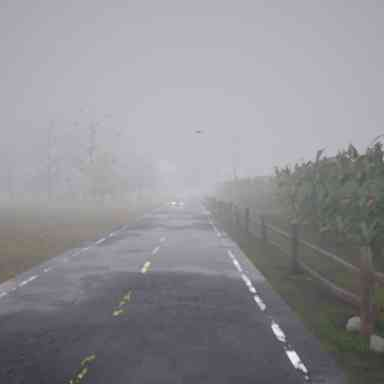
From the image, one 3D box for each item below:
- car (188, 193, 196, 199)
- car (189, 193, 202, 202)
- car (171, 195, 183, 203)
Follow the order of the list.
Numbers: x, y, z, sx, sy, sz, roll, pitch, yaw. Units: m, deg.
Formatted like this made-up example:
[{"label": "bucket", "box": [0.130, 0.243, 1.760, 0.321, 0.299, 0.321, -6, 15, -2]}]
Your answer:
[{"label": "car", "box": [0.016, 0.991, 86.852, 2.033, 1.411, 5.357, 0, 0, 0]}, {"label": "car", "box": [0.914, 1.088, 68.869, 2.097, 1.767, 4.553, 0, 0, 1]}, {"label": "car", "box": [-2.753, 1.287, 64.092, 1.812, 1.442, 4.674, 0, 0, 0]}]
